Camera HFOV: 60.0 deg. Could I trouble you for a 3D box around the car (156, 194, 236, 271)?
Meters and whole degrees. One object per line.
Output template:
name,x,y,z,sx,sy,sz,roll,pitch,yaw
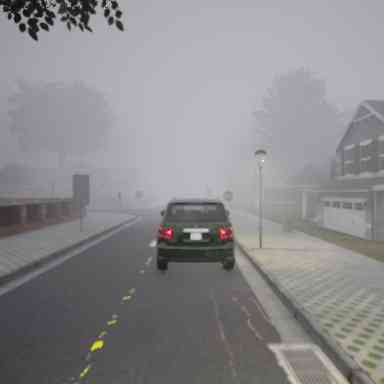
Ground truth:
car,0.101,1.203,10.954,2.150,2.045,5.566,0,0,0

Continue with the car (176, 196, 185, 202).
car,-2.723,1.605,81.703,1.994,1.385,4.181,0,0,0

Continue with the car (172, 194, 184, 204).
car,-2.733,1.380,66.561,2.097,1.767,4.553,0,0,0

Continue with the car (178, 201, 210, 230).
car,0.110,1.458,21.859,1.882,1.535,5.008,0,0,0
